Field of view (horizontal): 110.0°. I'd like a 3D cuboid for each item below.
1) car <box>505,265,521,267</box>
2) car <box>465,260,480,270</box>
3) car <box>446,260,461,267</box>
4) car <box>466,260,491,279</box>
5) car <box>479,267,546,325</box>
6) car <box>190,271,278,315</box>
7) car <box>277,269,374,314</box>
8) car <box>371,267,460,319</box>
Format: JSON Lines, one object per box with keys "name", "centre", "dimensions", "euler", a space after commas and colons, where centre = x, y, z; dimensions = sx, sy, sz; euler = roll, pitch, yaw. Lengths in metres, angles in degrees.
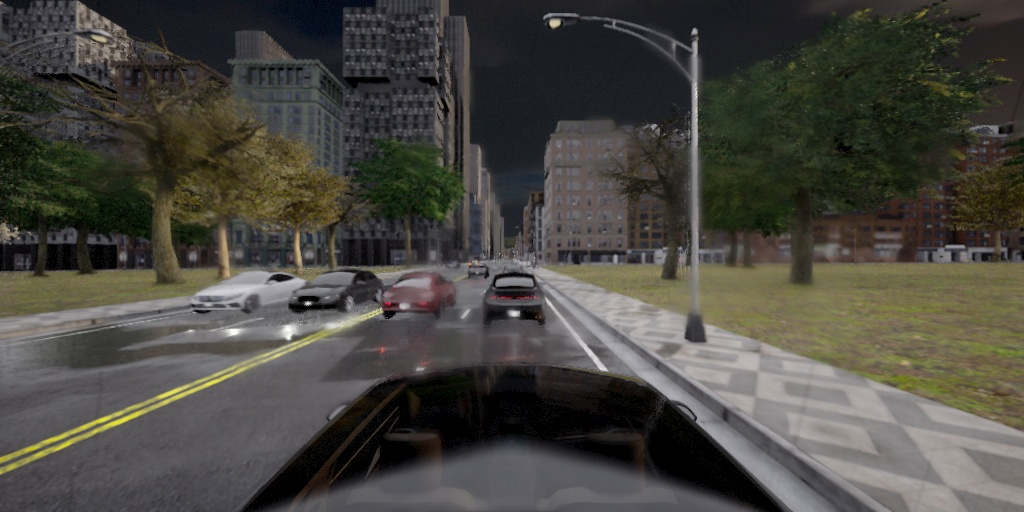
{"name": "car", "centre": [0.091, 1.464, 33.354], "dimensions": [1.895, 1.301, 4.718], "euler": [0, 0, 0]}
{"name": "car", "centre": [-6.568, 1.468, 60.135], "dimensions": [1.882, 1.535, 5.008], "euler": [0, 0, 0]}
{"name": "car", "centre": [-9.819, 1.481, 60.126], "dimensions": [2.128, 1.511, 4.902], "euler": [0, 0, 0]}
{"name": "car", "centre": [-3.159, 1.362, 34.964], "dimensions": [2.128, 1.511, 4.902], "euler": [0, 0, 0]}
{"name": "car", "centre": [0.083, 1.292, 12.050], "dimensions": [1.837, 1.490, 4.892], "euler": [0, 0, 0]}
{"name": "car", "centre": [-9.853, 1.318, 13.966], "dimensions": [1.812, 1.442, 4.674], "euler": [0, 0, 0]}
{"name": "car", "centre": [-6.603, 1.297, 14.045], "dimensions": [1.837, 1.490, 4.892], "euler": [0, 0, 0]}
{"name": "car", "centre": [-3.168, 1.313, 12.899], "dimensions": [1.812, 1.442, 4.674], "euler": [0, 0, 0]}
